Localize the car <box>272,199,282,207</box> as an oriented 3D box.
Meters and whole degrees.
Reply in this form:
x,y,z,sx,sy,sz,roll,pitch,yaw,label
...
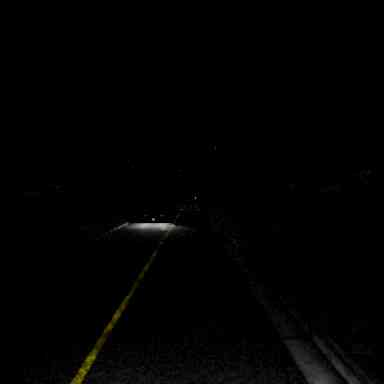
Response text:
x,y,z,sx,sy,sz,roll,pitch,yaw,label
12.373,1.772,53.761,4.313,1.339,1.947,0,-1,0,car

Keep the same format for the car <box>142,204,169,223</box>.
x,y,z,sx,sy,sz,roll,pitch,yaw,label
-2.849,1.666,27.200,2.033,1.411,5.357,0,0,0,car

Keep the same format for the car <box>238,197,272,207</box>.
x,y,z,sx,sy,sz,roll,pitch,yaw,label
9.362,1.516,51.134,4.674,1.442,1.812,0,-1,0,car

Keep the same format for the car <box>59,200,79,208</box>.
x,y,z,sx,sy,sz,roll,pitch,yaw,label
-20.613,2.042,53.746,4.403,1.369,2.008,-1,-1,0,car
